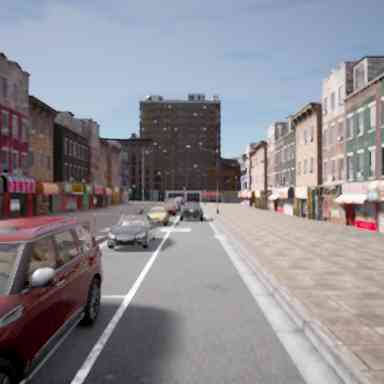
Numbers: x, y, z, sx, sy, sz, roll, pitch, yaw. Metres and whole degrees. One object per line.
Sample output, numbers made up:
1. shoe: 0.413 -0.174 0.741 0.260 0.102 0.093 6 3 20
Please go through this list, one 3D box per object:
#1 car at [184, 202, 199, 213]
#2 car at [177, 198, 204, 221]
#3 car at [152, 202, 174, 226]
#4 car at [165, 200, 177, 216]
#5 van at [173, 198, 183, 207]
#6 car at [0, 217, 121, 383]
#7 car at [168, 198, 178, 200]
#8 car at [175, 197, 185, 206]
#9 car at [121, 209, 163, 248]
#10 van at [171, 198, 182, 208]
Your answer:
1. car: 0.003 2.047 44.533 1.895 1.301 4.718 0 -1 0
2. car: -0.020 1.658 30.690 2.097 1.767 4.553 0 -1 0
3. car: -2.662 1.783 26.051 1.752 1.417 4.829 0 -1 0
4. car: -2.673 1.916 37.109 1.887 1.381 4.507 0 -1 0
5. van: -2.699 1.981 64.331 1.690 1.788 3.998 0 -1 0
6. car: -2.638 1.358 4.448 2.192 1.841 5.009 0 -1 0
7. car: -2.678 1.867 42.554 1.967 1.590 4.097 0 -1 0
8. car: -2.709 2.056 75.219 2.192 1.841 5.009 0 -1 0
9. car: -2.651 1.700 15.334 2.008 1.369 4.403 0 -1 0
10. van: -2.693 1.929 58.887 1.690 1.788 3.998 0 -1 0
